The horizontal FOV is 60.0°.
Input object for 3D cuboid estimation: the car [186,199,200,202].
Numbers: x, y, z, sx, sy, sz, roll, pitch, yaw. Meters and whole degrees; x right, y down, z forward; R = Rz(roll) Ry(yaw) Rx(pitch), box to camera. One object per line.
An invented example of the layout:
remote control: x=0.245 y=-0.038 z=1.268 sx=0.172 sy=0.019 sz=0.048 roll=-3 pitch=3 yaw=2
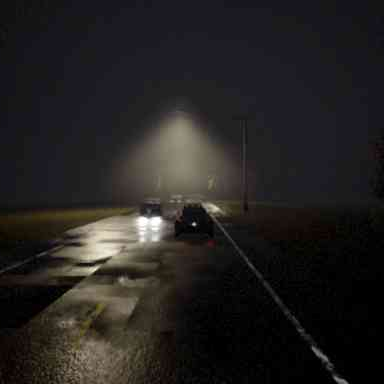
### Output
car: x=0.110 y=1.395 z=35.510 sx=1.895 sy=1.301 sz=4.718 roll=0 pitch=0 yaw=0

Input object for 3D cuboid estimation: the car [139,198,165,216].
car: x=-3.574 y=1.316 z=30.234 sx=2.128 sy=1.511 sz=4.902 roll=0 pitch=0 yaw=0

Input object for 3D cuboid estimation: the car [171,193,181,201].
car: x=-3.464 y=0.938 z=71.789 sx=2.097 sy=1.767 sz=4.553 roll=0 pitch=0 yaw=0

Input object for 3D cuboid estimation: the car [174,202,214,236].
car: x=0.110 y=1.462 z=17.560 sx=1.994 sy=1.385 sz=4.181 roll=0 pitch=0 yaw=0
